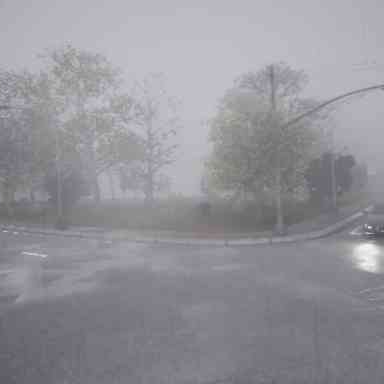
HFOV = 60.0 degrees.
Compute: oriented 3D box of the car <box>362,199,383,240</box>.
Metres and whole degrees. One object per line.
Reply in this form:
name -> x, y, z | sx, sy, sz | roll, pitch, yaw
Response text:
car -> 8.497, 1.080, 13.944 | 1.837, 1.490, 4.892 | -3, 2, 37
